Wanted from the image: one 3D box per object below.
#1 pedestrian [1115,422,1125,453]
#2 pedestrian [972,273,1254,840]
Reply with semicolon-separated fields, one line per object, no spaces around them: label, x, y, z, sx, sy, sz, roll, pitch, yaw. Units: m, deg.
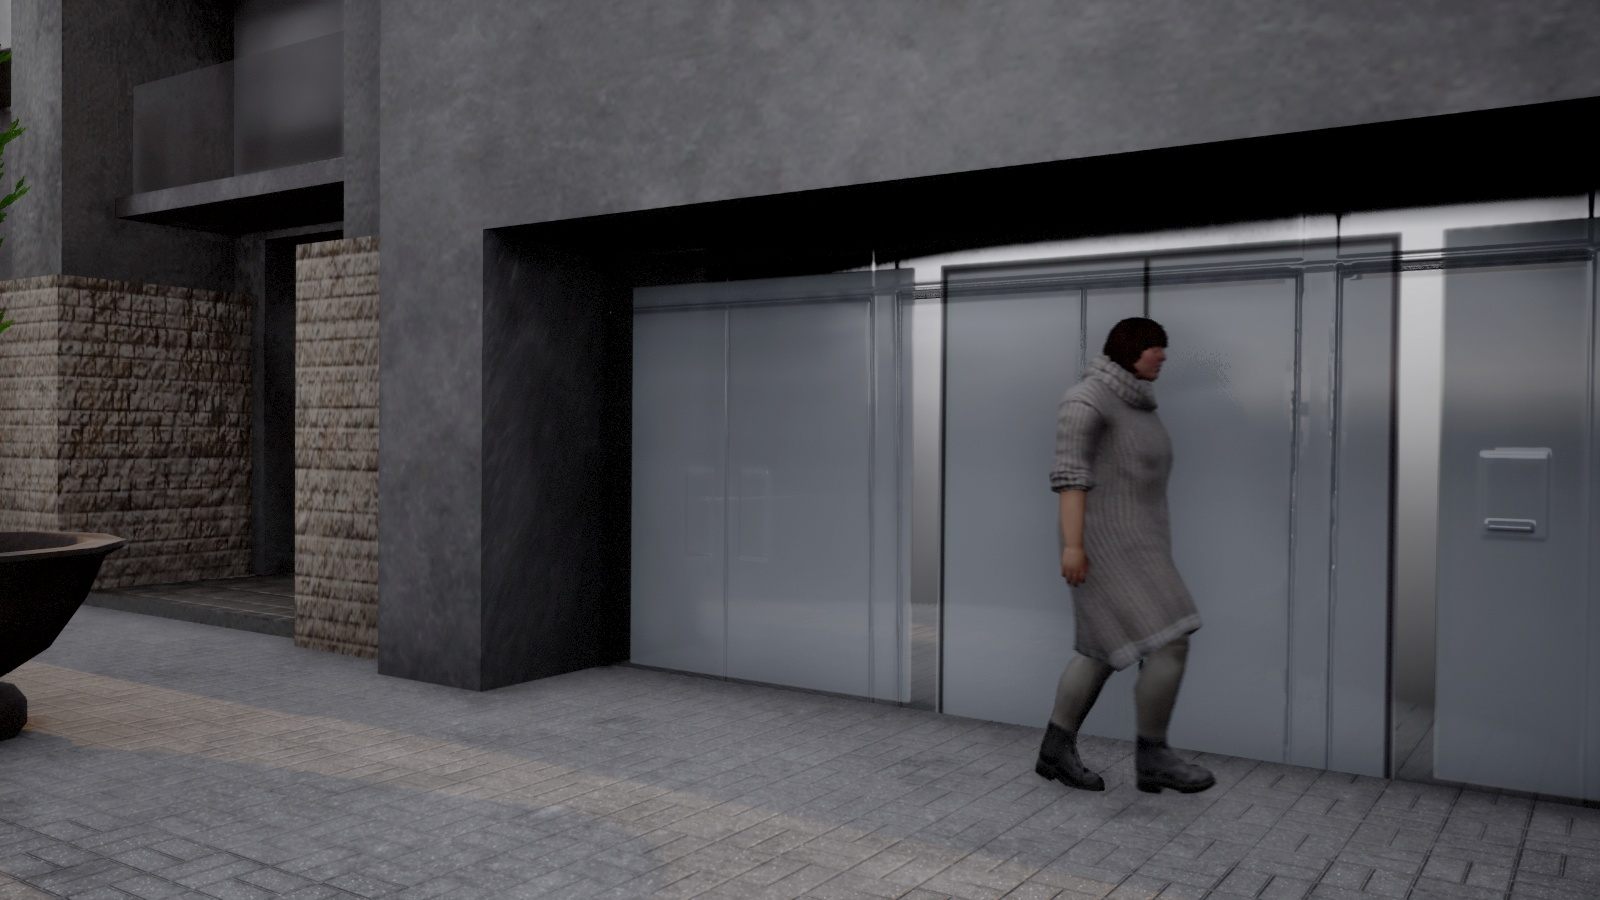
pedestrian;18.982;-0.753;74.438;0.376;1.854;0.720;0;1;33
pedestrian;1.210;0.364;4.830;0.873;1.952;0.659;0;1;33
